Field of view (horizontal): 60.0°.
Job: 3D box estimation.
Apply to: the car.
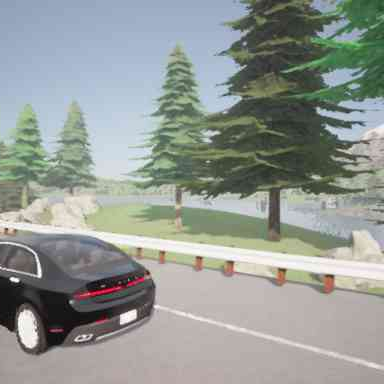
[{"bbox_3d":[-2.847,1.518,6.143,4.892,1.490,1.837,0,0,36],"label":"car"}]
